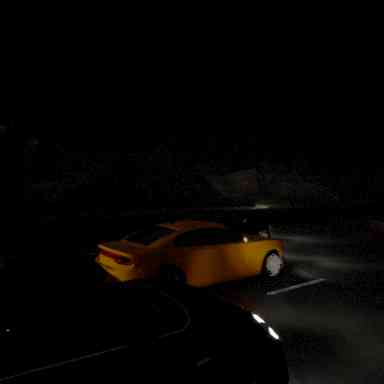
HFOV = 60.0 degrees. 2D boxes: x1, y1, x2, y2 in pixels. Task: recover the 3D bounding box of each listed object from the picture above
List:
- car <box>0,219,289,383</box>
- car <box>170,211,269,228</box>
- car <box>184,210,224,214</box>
[{"bbox_3d":[-1.256,1.348,2.850,4.553,1.767,2.097,0,0,-35],"label":"car"},{"bbox_3d":[0.183,1.446,8.174,5.008,1.535,1.882,0,0,-35],"label":"car"},{"bbox_3d":[0.938,1.424,13.010,5.008,1.535,1.882,0,0,-35],"label":"car"}]
